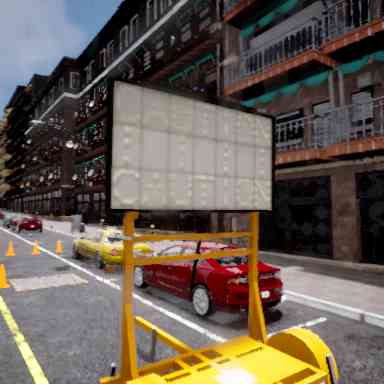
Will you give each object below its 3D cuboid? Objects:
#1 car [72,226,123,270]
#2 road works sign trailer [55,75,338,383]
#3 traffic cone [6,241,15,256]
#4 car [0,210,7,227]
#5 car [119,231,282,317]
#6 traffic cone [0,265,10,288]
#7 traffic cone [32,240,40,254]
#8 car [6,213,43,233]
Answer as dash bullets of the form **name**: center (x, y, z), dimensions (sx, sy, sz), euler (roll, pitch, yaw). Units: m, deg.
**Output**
- **car**: center (-3.263, 2.005, 12.816), dimensions (1.752, 1.417, 4.829), euler (4, -4, -36)
- **road works sign trailer**: center (-0.006, 0.638, 4.040), dimensions (2.380, 3.560, 2.880), euler (3, -3, -36)
- **traffic cone**: center (-7.830, 2.429, 14.377), dimensions (0.340, 0.580, 0.340), euler (3, -3, -36)
- **car**: center (-16.208, 2.563, 30.536), dimensions (2.008, 1.369, 4.403), euler (4, -4, -36)
- **car**: center (0.098, 1.890, 8.211), dimensions (1.887, 1.381, 4.507), euler (4, -4, -36)
- **traffic cone**: center (-5.100, 2.250, 8.944), dimensions (0.340, 0.580, 0.340), euler (3, -3, -36)
- **traffic cone**: center (-7.023, 2.465, 14.965), dimensions (0.340, 0.580, 0.340), euler (3, -3, -36)
- **car**: center (-12.946, 2.422, 26.071), dimensions (1.887, 1.381, 4.507), euler (4, -4, -36)
